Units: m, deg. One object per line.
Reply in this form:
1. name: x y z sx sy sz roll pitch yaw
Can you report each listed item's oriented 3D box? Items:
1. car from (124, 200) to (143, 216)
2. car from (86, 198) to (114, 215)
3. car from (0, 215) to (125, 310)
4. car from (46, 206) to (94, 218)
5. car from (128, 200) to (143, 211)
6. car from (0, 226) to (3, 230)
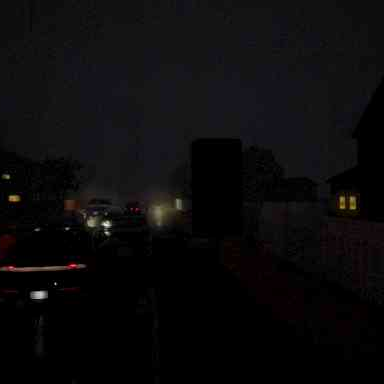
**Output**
1. car: -6.781 1.914 38.211 2.033 1.411 5.357 -1 0 -7
2. car: -8.912 1.562 32.282 2.150 2.045 5.566 -1 -1 -7
3. car: -2.921 1.567 8.083 2.128 1.511 4.902 -1 0 -7
4. car: -7.168 1.754 18.684 2.033 1.411 5.357 -1 0 -8
5. car: -8.173 1.945 48.640 1.882 1.535 5.008 -1 0 -7
6. car: -5.671 1.449 7.365 2.097 1.767 4.553 -1 0 -8
